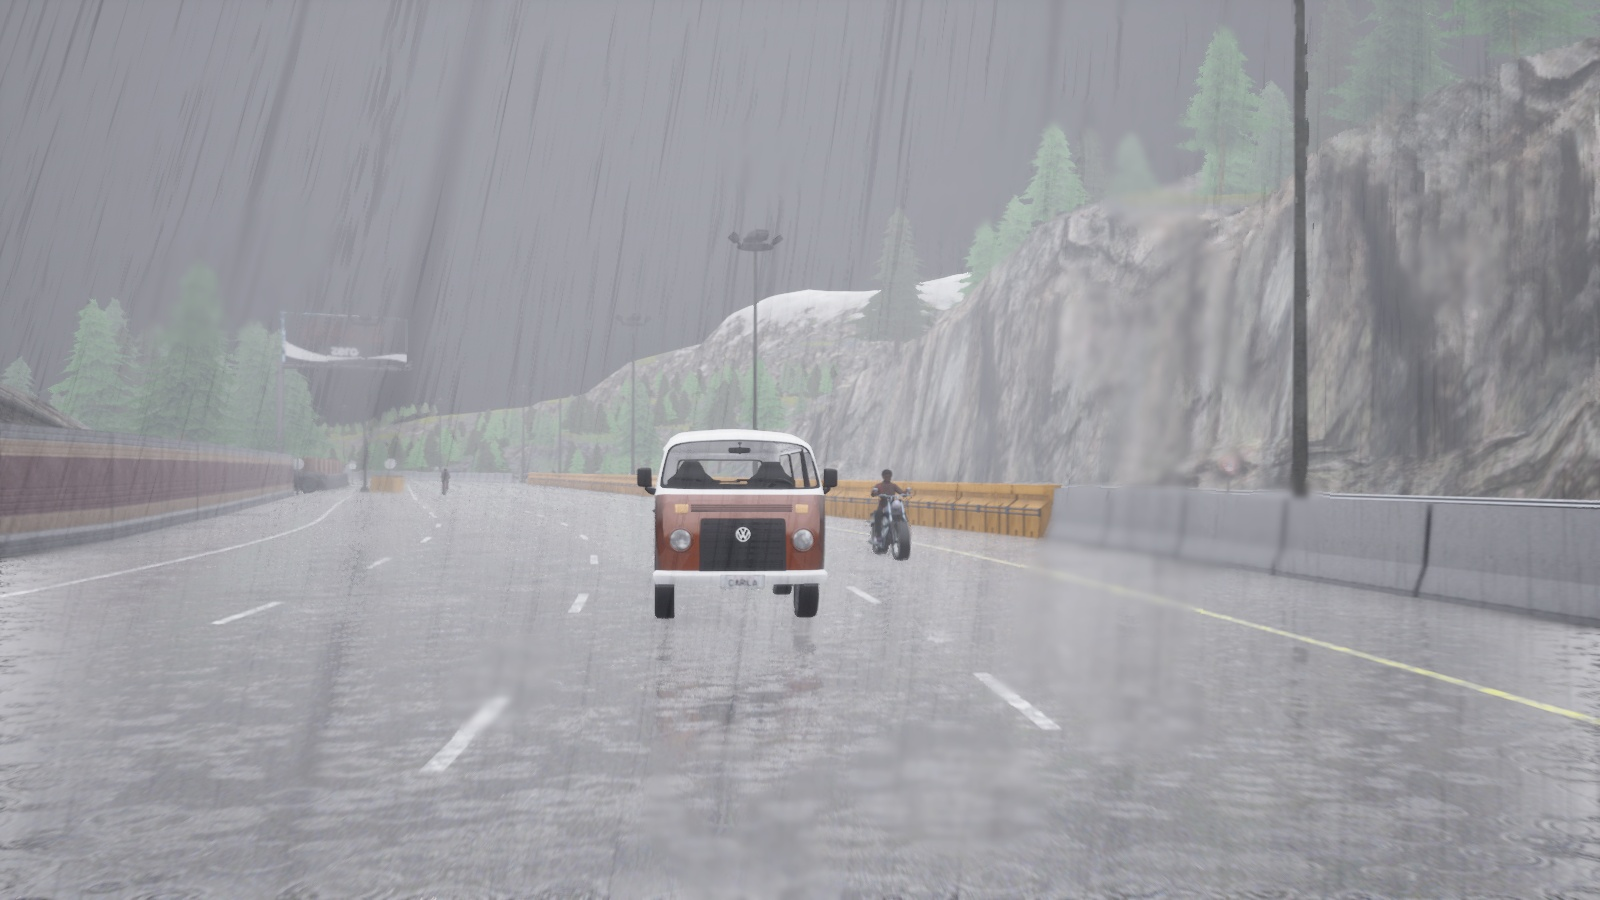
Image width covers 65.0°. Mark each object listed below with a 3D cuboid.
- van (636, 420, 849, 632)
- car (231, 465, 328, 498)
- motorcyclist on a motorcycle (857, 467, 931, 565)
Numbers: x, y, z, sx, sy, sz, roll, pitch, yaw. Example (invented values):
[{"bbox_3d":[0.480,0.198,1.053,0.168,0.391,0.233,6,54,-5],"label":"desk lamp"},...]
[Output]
[{"bbox_3d":[-0.812,0.787,14.454,2.069,2.038,4.480,0,-1,-7],"label":"van"},{"bbox_3d":[-33.421,2.022,80.837,5.566,2.045,2.150,0,-1,-16],"label":"car"},{"bbox_3d":[1.655,1.135,22.548,0.766,1.649,2.350,-1,-1,-9],"label":"motorcyclist on a motorcycle"}]
